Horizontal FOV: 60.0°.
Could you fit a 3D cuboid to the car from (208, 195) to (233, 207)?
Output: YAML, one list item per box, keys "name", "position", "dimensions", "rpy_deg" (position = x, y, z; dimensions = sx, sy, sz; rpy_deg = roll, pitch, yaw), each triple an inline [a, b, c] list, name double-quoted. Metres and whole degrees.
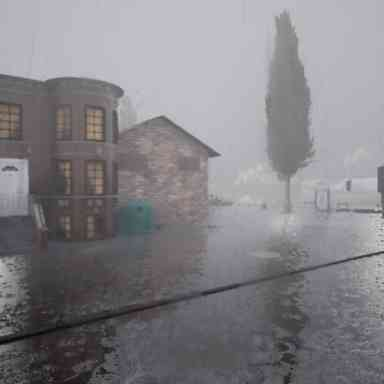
- name: "car"
  position: [3.666, 1.139, 46.147]
  dimensions: [2.097, 1.767, 4.553]
  rpy_deg: [0, 0, -35]
